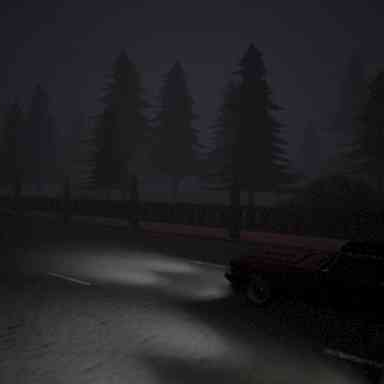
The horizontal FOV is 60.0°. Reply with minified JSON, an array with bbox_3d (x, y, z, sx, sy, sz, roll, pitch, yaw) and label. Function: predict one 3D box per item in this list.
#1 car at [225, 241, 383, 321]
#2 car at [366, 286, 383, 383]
[{"bbox_3d":[3.018,1.585,6.139,4.718,1.301,1.895,1,1,35],"label":"car"},{"bbox_3d":[3.503,1.635,1.495,4.718,1.301,1.895,1,1,35],"label":"car"}]
